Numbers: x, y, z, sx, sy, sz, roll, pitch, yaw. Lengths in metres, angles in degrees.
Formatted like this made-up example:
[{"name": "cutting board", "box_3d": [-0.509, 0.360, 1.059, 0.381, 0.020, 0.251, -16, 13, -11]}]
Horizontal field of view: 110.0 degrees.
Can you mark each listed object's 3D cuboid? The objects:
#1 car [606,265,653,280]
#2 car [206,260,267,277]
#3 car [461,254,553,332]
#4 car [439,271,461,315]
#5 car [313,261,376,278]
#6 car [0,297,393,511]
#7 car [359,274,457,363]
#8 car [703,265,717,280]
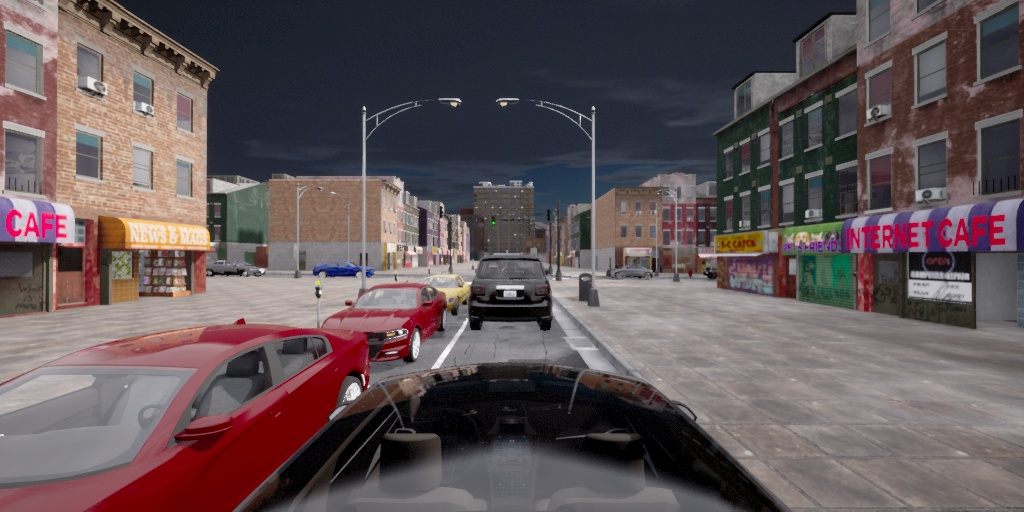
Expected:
[{"name": "car", "box_3d": [11.063, 1.487, 33.861, 4.181, 1.385, 1.994, 1, 0, -1]}, {"name": "car", "box_3d": [-23.854, 1.102, 30.768, 4.902, 1.511, 2.128, 0, 0, 0]}, {"name": "car", "box_3d": [-0.018, 0.977, 11.080, 2.150, 2.045, 5.566, 0, 0, 1]}, {"name": "car", "box_3d": [-2.625, 1.282, 13.533, 1.751, 1.417, 4.829, 0, 0, 0]}, {"name": "car", "box_3d": [-14.355, 1.156, 30.803, 5.008, 1.535, 1.882, 0, 0, -1]}, {"name": "car", "box_3d": [-2.636, 1.295, 2.715, 1.888, 1.381, 4.507, 0, 0, 0]}, {"name": "car", "box_3d": [-2.630, 1.298, 8.210, 1.888, 1.381, 4.507, 0, 0, 0]}, {"name": "car", "box_3d": [21.198, 1.294, 33.902, 5.566, 2.045, 2.150, 1, 0, 0]}]
